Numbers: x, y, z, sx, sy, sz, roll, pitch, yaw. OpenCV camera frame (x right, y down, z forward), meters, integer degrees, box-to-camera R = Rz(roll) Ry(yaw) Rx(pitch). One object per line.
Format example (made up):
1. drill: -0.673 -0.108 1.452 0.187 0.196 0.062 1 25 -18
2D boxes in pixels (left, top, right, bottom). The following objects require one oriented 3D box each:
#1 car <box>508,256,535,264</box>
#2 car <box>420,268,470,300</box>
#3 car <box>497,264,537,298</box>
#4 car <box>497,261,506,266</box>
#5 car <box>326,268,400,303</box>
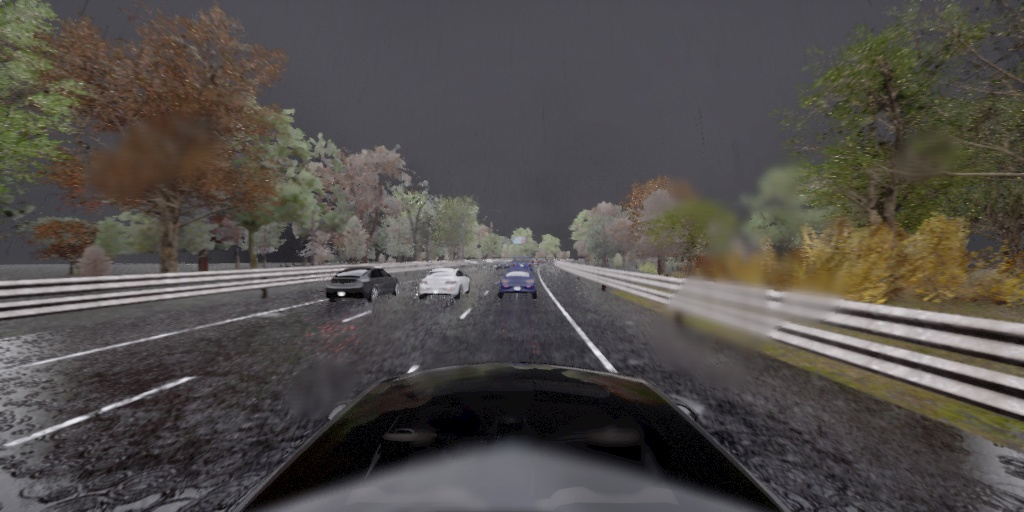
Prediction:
1. car: 1.087 1.073 37.726 2.150 2.045 5.566 0 0 3
2. car: -3.218 1.304 17.747 1.812 1.442 4.674 0 0 2
3. car: 0.309 1.320 18.753 1.812 1.442 4.674 0 0 2
4. car: -1.162 1.505 56.579 1.895 1.301 4.718 0 0 5
5. car: -6.750 1.269 16.746 1.837 1.490 4.892 0 0 2
